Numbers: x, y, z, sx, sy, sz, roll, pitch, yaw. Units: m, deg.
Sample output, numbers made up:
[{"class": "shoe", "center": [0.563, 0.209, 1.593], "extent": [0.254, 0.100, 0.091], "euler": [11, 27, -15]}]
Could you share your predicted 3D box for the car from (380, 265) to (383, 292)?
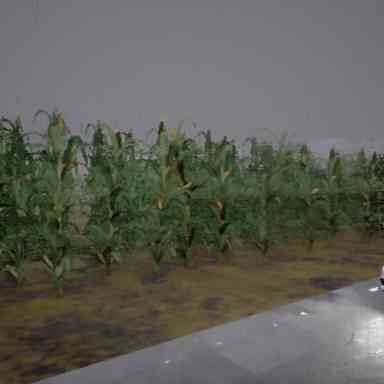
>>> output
[{"class": "car", "center": [6.035, 1.514, 7.365], "extent": [4.674, 1.442, 1.812], "euler": [0, 0, -35]}]
